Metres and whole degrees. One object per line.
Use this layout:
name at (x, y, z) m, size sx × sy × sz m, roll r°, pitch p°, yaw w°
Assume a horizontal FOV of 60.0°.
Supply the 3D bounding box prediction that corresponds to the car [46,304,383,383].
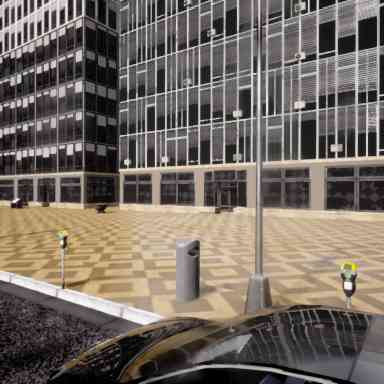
car at (0.735, 1.566, 2.345) m, size 4.313 × 1.339 × 1.947 m, roll 0°, pitch 0°, yaw 35°
